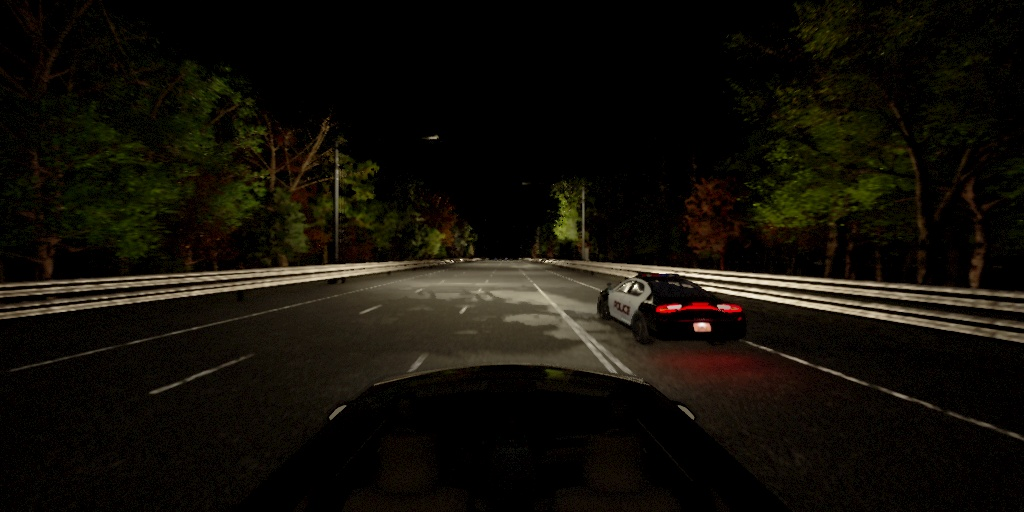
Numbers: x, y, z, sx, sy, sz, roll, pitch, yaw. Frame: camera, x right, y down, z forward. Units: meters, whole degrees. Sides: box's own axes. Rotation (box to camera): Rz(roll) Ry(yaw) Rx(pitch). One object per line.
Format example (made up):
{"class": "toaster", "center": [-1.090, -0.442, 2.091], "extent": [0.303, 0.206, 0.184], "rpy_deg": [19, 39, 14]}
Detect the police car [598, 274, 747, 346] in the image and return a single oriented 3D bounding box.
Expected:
{"class": "police car", "center": [3.742, 1.247, 9.599], "extent": [2.038, 1.542, 4.974], "rpy_deg": [0, 0, -2]}
